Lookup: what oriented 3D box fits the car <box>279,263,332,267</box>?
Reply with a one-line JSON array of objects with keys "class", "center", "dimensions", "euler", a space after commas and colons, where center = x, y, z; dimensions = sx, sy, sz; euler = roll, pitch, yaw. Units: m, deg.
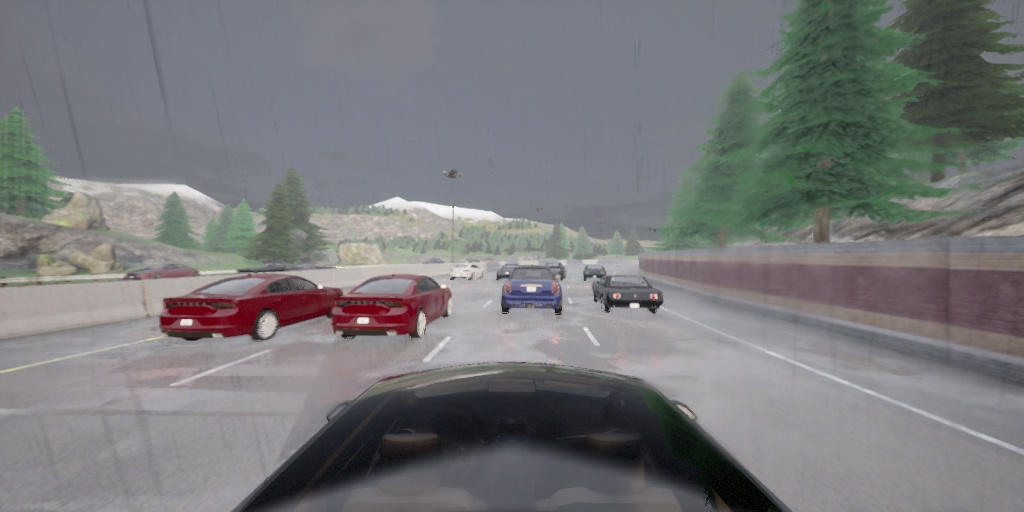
[{"class": "car", "center": [-15.171, 1.333, 27.580], "dimensions": [1.895, 1.301, 4.718], "euler": [0, 0, 10]}]

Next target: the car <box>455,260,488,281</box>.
[{"class": "car", "center": [-3.757, 1.300, 30.198], "dimensions": [1.812, 1.442, 4.674], "euler": [0, 0, 12]}]

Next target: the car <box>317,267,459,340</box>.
[{"class": "car", "center": [-3.020, 1.228, 10.093], "dimensions": [1.882, 1.535, 5.008], "euler": [0, 0, 3]}]

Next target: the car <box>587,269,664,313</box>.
[{"class": "car", "center": [4.329, 1.382, 14.216], "dimensions": [1.895, 1.301, 4.718], "euler": [0, 0, 6]}]

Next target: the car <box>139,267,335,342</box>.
[{"class": "car", "center": [-6.542, 1.216, 9.824], "dimensions": [1.882, 1.535, 5.008], "euler": [0, 0, 3]}]

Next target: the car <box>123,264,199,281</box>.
[{"class": "car", "center": [-25.920, 1.258, 26.716], "dimensions": [1.994, 1.385, 4.181], "euler": [0, 0, 10]}]

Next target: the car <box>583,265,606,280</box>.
[{"class": "car", "center": [7.267, 1.415, 31.476], "dimensions": [1.895, 1.301, 4.718], "euler": [0, 0, 13]}]

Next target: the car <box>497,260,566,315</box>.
[{"class": "car", "center": [0.822, 1.121, 13.960], "dimensions": [2.097, 1.767, 4.553], "euler": [0, 0, 5]}]

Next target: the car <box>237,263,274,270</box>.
[{"class": "car", "center": [-21.534, 1.316, 31.572], "dimensions": [1.895, 1.301, 4.718], "euler": [0, 0, 11]}]
